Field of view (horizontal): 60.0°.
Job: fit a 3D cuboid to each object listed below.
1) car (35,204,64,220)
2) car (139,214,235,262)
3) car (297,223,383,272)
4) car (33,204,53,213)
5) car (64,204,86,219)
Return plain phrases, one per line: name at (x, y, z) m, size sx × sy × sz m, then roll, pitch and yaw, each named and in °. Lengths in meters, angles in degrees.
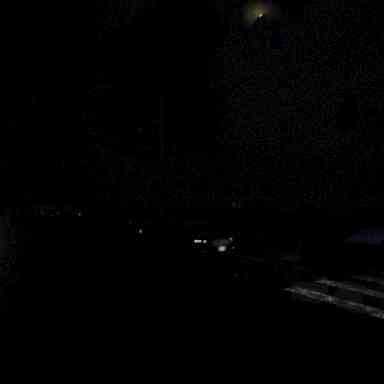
car at (-15.084, 2.128, 34.546) m, size 1.812 × 1.442 × 4.674 m, roll 0°, pitch -1°, yaw -34°
car at (-0.396, 1.611, 12.829) m, size 2.128 × 1.511 × 4.902 m, roll 0°, pitch -1°, yaw -34°
car at (5.613, 1.575, 9.220) m, size 2.033 × 1.411 × 5.357 m, roll 0°, pitch -1°, yaw -34°
car at (-23.223, 2.553, 51.774) m, size 1.994 × 1.385 × 4.181 m, roll 0°, pitch -1°, yaw -35°
car at (-13.194, 2.122, 36.970) m, size 1.837 × 1.490 × 4.892 m, roll 0°, pitch -1°, yaw -34°
